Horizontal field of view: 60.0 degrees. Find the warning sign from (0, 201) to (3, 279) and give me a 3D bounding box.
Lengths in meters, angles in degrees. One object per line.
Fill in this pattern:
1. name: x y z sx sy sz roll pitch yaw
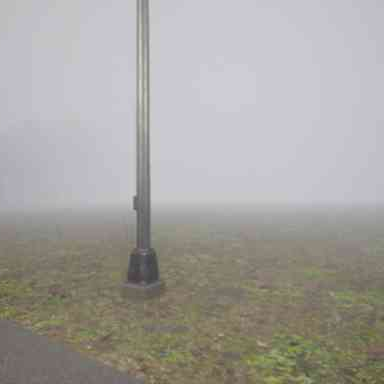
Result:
1. warning sign: -5.370 1.148 7.779 1.060 1.860 1.300 1 0 36
